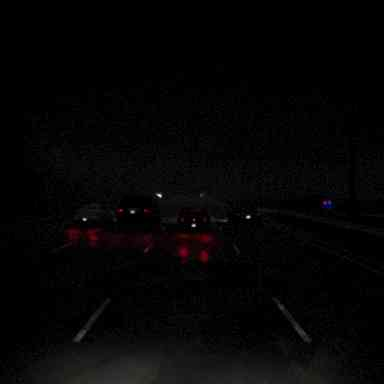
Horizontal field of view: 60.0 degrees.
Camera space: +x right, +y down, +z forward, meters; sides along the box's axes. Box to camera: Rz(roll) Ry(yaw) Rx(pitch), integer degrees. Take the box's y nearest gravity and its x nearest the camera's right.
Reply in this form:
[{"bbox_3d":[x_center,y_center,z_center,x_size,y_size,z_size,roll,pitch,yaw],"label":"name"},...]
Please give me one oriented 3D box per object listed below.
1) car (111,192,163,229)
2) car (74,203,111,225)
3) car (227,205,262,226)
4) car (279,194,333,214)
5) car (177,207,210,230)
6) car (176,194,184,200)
[{"bbox_3d":[-3.401,1.225,21.739,2.150,2.045,5.566,0,0,0],"label":"car"},{"bbox_3d":[-6.900,1.530,23.695,1.812,1.442,4.674,0,0,0],"label":"car"},{"bbox_3d":[3.600,1.568,23.281,1.994,1.385,4.181,0,0,0],"label":"car"},{"bbox_3d":[12.177,1.228,35.846,2.150,2.045,5.566,0,0,-44],"label":"car"},{"bbox_3d":[0.099,1.605,21.121,1.895,1.301,4.718,0,0,0],"label":"car"},{"bbox_3d":[-3.506,1.476,95.541,1.882,1.535,5.008,0,0,0],"label":"car"}]
